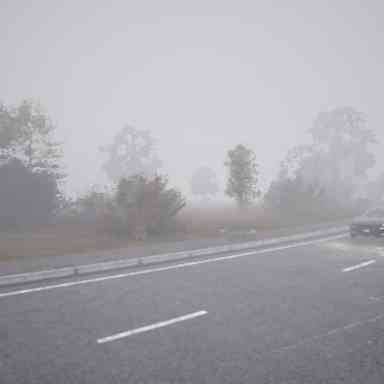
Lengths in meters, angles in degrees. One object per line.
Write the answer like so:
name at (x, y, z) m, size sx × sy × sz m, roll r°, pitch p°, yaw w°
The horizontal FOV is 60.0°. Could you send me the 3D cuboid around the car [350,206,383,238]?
car at (9.705, 1.480, 16.790) m, size 5.008 × 1.535 × 1.882 m, roll 0°, pitch 0°, yaw -44°
